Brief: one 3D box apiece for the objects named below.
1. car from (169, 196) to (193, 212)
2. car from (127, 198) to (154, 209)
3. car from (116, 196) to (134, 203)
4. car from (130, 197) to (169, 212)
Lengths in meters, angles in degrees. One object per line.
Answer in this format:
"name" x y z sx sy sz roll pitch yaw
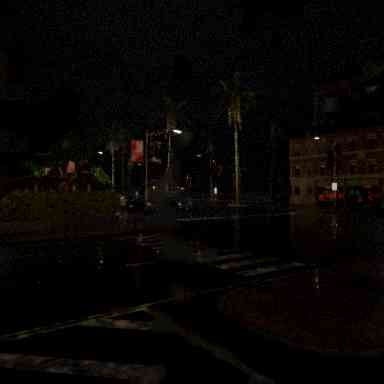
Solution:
"car" -1.838 1.351 39.608 2.097 1.767 4.553 0 0 -35
"car" -7.364 1.601 47.476 1.895 1.301 4.718 0 0 -35
"car" -13.873 1.522 68.696 1.812 1.442 4.674 0 0 -39
"car" -5.031 1.351 38.059 2.097 1.767 4.553 0 0 -35
